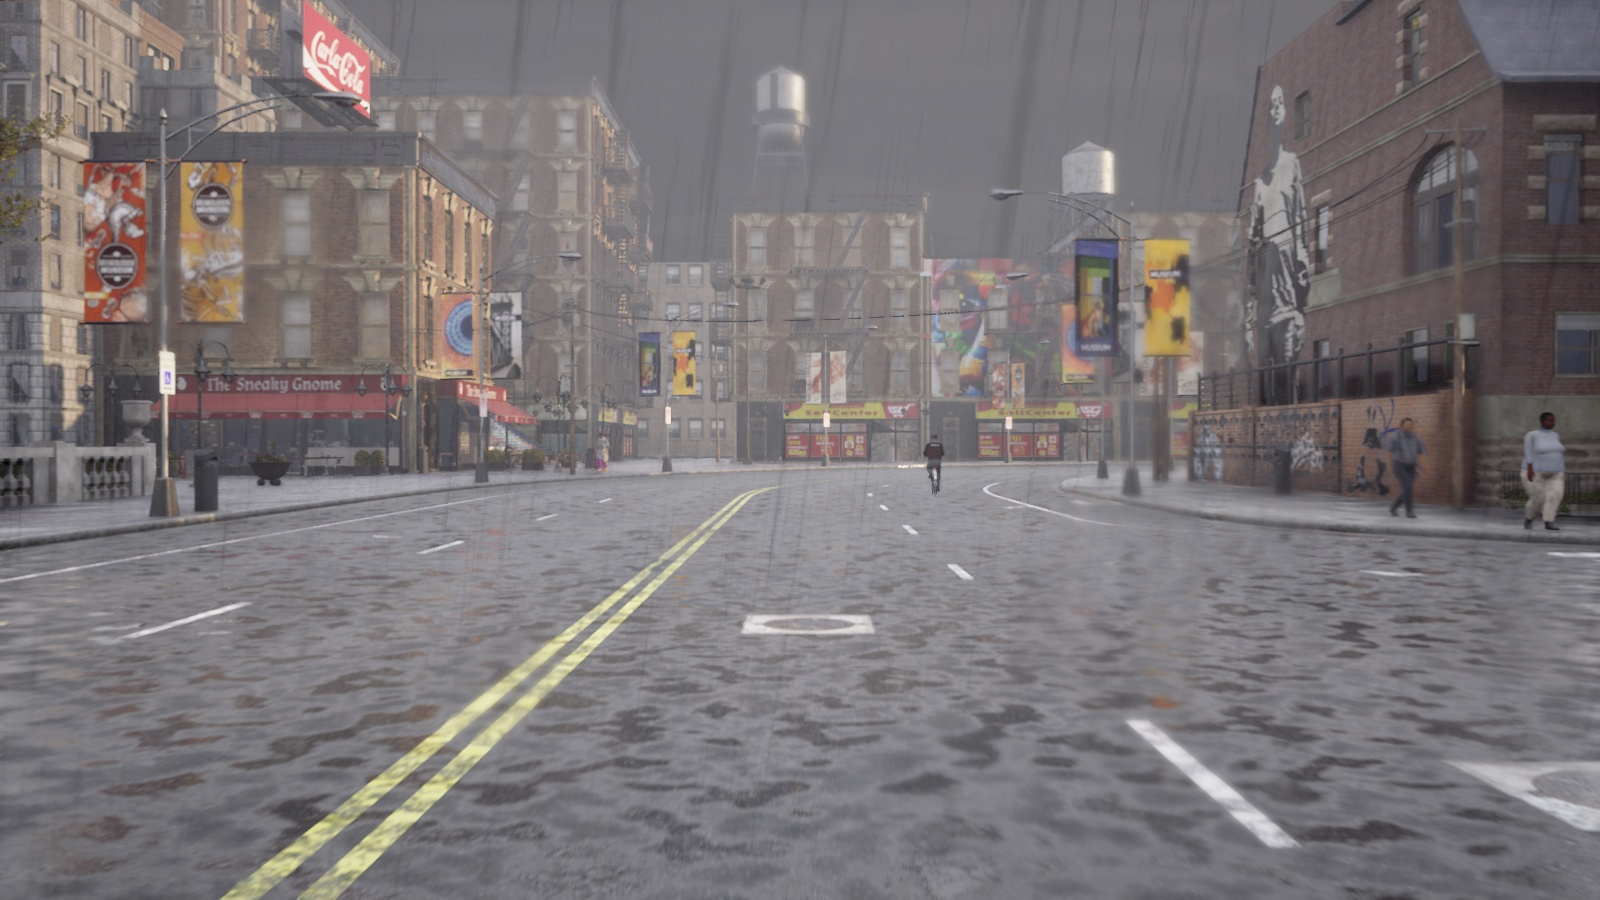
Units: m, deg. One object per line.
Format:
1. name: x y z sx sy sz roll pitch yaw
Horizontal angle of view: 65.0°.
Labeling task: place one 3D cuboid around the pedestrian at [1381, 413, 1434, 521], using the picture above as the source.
1. pedestrian: 10.535 0.288 21.786 0.540 1.848 0.694 0 0 -4

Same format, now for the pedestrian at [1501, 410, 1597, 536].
1. pedestrian: 11.279 0.330 18.940 0.874 1.855 0.900 0 0 -3

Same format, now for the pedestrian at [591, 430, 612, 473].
1. pedestrian: -9.084 0.070 57.518 0.659 1.952 0.873 0 0 17
